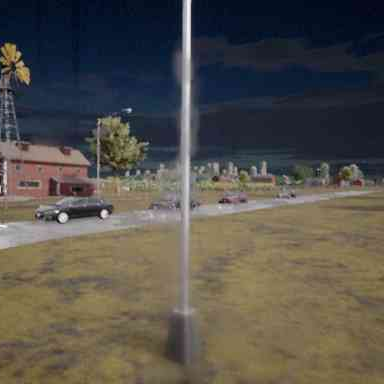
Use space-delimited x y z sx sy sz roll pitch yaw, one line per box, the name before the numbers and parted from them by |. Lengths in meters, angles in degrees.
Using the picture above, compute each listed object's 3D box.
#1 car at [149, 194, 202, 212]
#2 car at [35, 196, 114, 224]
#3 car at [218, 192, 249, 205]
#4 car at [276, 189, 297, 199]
car | -1.284 0.859 28.472 2.033 1.411 5.357 2 2 36
car | -7.101 1.010 20.509 1.837 1.490 4.892 2 2 37
car | 4.627 0.672 36.612 1.994 1.385 4.181 2 2 35
car | 14.217 0.271 49.667 2.128 1.511 4.902 2 2 36
